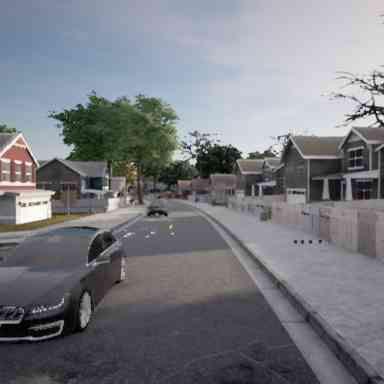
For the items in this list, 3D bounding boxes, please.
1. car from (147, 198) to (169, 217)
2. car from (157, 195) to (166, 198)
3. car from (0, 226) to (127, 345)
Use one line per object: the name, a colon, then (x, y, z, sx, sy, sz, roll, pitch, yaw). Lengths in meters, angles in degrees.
car: (-3.128, 1.567, 31.266, 2.033, 1.411, 5.357, 0, 0, -3)
car: (-5.251, 1.410, 57.353, 2.097, 1.767, 4.553, 0, 0, -6)
car: (-2.604, 1.532, 6.825, 1.837, 1.490, 4.892, 0, 0, 0)
